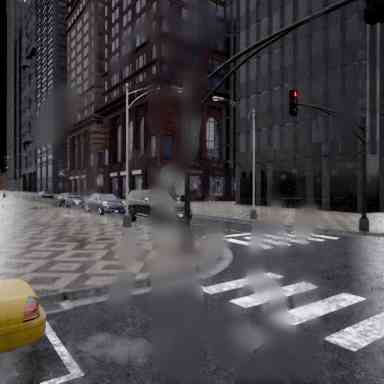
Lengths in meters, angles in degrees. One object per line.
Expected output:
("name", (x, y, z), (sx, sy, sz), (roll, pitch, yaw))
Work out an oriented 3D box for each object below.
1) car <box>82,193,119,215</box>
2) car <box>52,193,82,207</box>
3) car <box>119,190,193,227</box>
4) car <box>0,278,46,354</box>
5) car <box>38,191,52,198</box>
("car", (-7.148, 0.872, 27.671), (2.097, 1.767, 4.553), (0, 1, -35))
("car", (-13.166, 0.826, 36.074), (2.128, 1.511, 4.902), (0, 1, -36))
("car", (-2.230, 0.898, 20.808), (2.150, 2.045, 5.566), (0, 1, -36))
("car", (-4.264, 1.525, 3.614), (4.829, 1.417, 1.752), (0, 0, -35))
("car", (-26.398, 0.450, 60.000), (1.994, 1.385, 4.181), (0, 1, -36))
